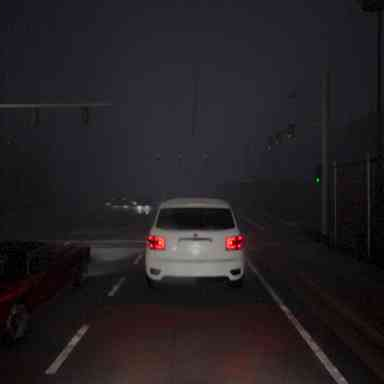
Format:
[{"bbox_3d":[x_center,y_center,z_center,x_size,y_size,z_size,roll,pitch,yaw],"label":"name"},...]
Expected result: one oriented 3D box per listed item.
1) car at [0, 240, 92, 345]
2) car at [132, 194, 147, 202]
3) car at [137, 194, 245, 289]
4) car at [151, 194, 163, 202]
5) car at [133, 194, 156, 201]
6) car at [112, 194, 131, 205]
[{"bbox_3d":[-3.435,1.563,6.247,1.895,1.301,4.718,0,0,1],"label":"car"},{"bbox_3d":[-10.440,1.097,65.980,2.128,1.511,4.902,0,0,1],"label":"car"},{"bbox_3d":[0.083,1.166,9.171,2.150,2.045,5.566,0,0,0],"label":"car"},{"bbox_3d":[-6.942,1.131,65.764,1.812,1.442,4.674,0,1,1],"label":"car"},{"bbox_3d":[-7.024,1.190,49.909,2.128,1.511,4.902,0,1,0],"label":"car"},{"bbox_3d":[-10.522,1.052,49.936,2.097,1.767,4.553,0,0,0],"label":"car"}]
